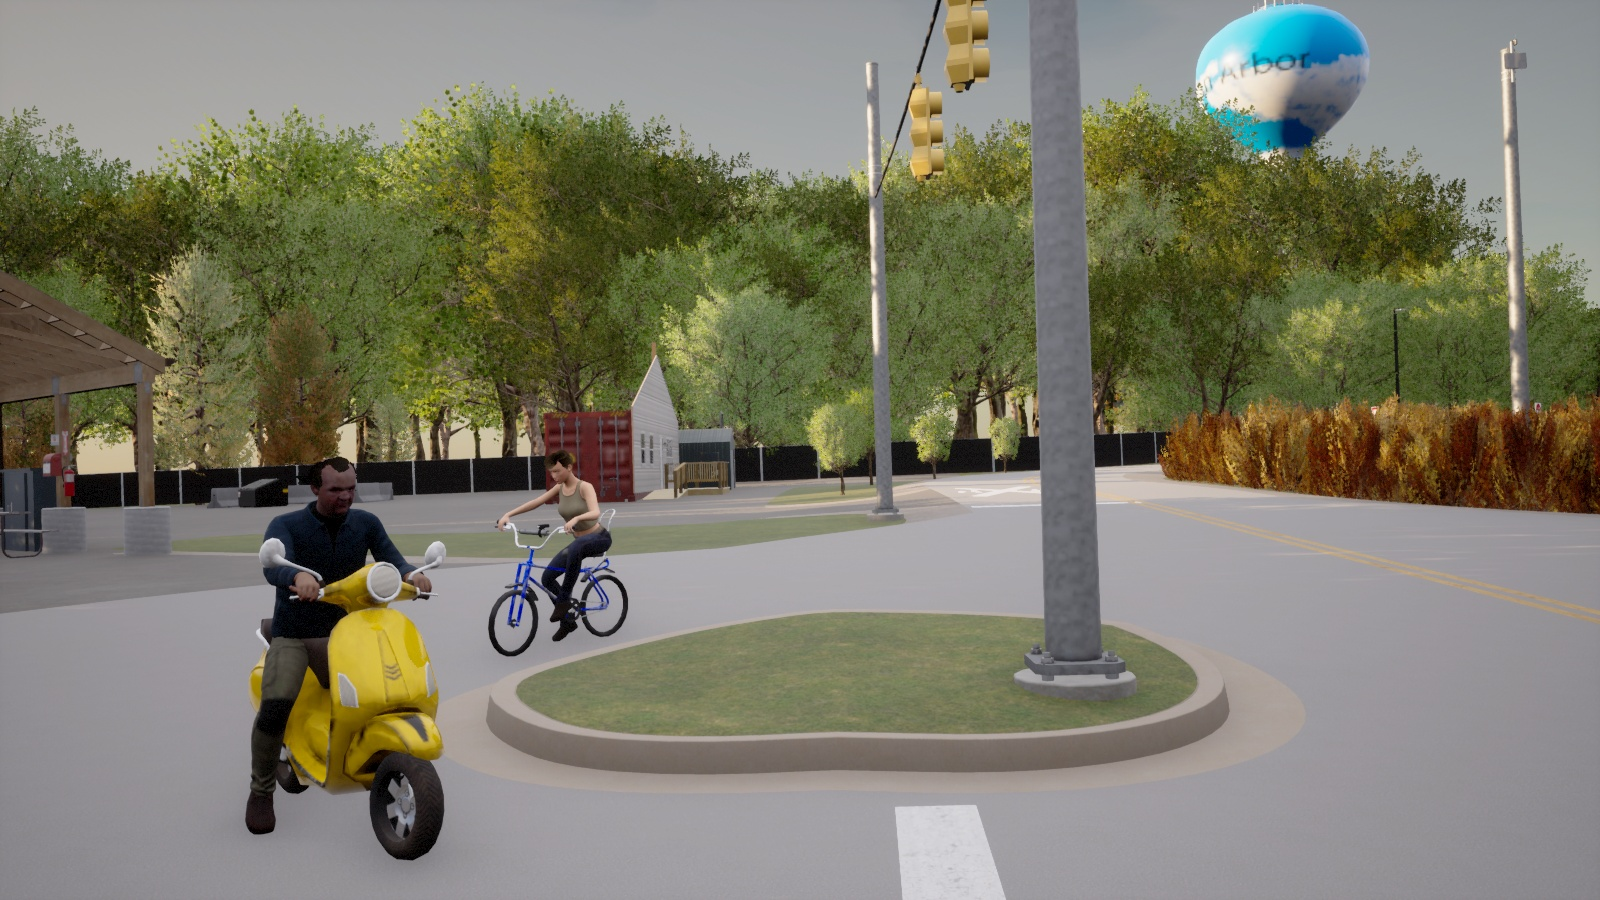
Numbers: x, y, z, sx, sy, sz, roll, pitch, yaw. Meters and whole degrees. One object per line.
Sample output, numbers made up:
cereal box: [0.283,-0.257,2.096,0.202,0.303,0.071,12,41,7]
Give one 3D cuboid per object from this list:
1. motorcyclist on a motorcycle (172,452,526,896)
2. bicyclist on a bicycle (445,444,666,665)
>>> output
motorcyclist on a motorcycle: [-2.027,0.809,5.480,0.866,1.590,1.817,0,0,-40]
bicyclist on a bicycle: [-1.979,0.793,10.330,0.866,1.612,1.509,-1,2,39]
